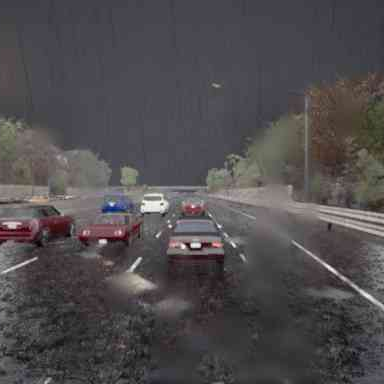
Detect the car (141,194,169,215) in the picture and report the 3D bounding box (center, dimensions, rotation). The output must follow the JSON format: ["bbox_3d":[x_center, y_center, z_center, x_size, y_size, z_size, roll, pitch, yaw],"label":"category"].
[{"bbox_3d":[-3.391,1.203,31.145,2.150,2.045,5.566,0,0,0],"label":"car"}]

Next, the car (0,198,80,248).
[{"bbox_3d":[-6.896,1.339,14.894,2.097,1.767,4.553,0,0,0],"label":"car"}]

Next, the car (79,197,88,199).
[{"bbox_3d":[-17.544,1.552,53.080,1.994,1.385,4.181,0,0,0],"label":"car"}]

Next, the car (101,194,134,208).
[{"bbox_3d":[-6.893,1.203,31.209,2.150,2.045,5.566,0,0,0],"label":"car"}]

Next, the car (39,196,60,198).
[{"bbox_3d":[-21.052,1.535,51.453,2.033,1.411,5.357,0,0,1],"label":"car"}]

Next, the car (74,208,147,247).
[{"bbox_3d":[-3.397,1.588,14.889,1.895,1.301,4.718,0,0,0],"label":"car"}]

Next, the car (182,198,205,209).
[{"bbox_3d":[0.106,1.333,31.816,2.097,1.767,4.553,0,0,0],"label":"car"}]

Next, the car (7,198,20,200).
[{"bbox_3d":[-28.029,1.589,52.031,1.895,1.301,4.718,0,0,1],"label":"car"}]

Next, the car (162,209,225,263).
[{"bbox_3d":[0.103,1.536,11.805,2.033,1.411,5.357,0,0,0],"label":"car"}]
